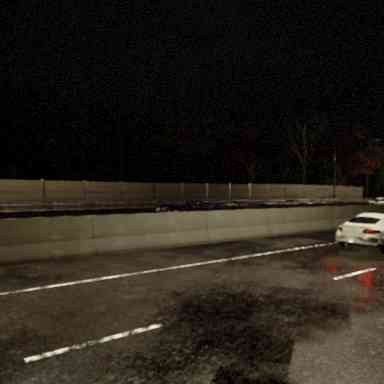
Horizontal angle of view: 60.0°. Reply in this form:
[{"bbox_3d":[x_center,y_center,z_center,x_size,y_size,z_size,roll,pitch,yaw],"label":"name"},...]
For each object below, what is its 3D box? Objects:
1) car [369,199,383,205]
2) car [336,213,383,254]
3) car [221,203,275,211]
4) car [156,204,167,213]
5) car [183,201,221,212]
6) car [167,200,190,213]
[{"bbox_3d":[32.456,1.810,57.144,4.718,1.301,1.895,0,0,-35],"label":"car"},{"bbox_3d":[7.721,1.568,13.556,4.674,1.442,1.812,0,0,-35],"label":"car"},{"bbox_3d":[4.673,1.580,24.528,4.674,1.442,1.812,0,0,-35],"label":"car"},{"bbox_3d":[-1.272,1.545,33.180,4.902,1.511,2.128,0,0,-36],"label":"car"},{"bbox_3d":[1.764,1.614,26.751,4.181,1.385,1.994,0,0,-35],"label":"car"},{"bbox_3d":[0.538,1.558,30.175,4.892,1.490,1.837,0,0,-35],"label":"car"}]
